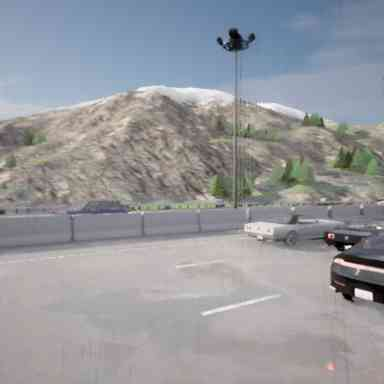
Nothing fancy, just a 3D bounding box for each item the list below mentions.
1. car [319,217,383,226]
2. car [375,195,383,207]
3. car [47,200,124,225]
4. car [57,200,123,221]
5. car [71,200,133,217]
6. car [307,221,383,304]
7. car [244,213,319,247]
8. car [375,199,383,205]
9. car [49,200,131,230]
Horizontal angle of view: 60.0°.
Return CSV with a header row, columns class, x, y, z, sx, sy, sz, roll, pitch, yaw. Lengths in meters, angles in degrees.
class,x,y,z,sx,sy,sz,roll,pitch,yaw
car,7.158,1.596,12.302,4.718,1.301,1.895,0,0,-31
car,29.667,1.337,49.126,4.553,1.767,2.097,0,0,-17
car,-7.613,1.425,23.971,5.008,1.535,1.882,0,0,-32
car,-8.423,1.432,27.591,4.902,1.511,2.128,0,0,-32
car,-8.539,1.481,31.677,5.357,1.411,2.033,0,0,-31
car,4.900,1.490,6.829,4.902,1.511,2.128,0,0,-32
car,4.734,1.587,14.928,4.718,1.301,1.895,0,0,-31
car,26.672,1.512,44.447,4.674,1.442,1.812,0,0,-19
car,-6.277,1.307,20.664,4.553,1.767,2.097,0,0,-32
